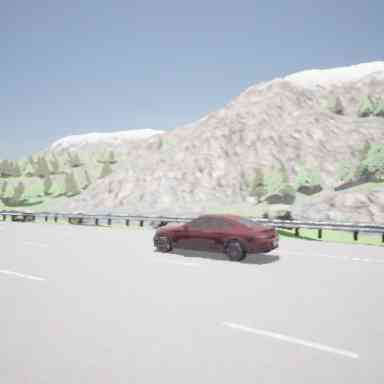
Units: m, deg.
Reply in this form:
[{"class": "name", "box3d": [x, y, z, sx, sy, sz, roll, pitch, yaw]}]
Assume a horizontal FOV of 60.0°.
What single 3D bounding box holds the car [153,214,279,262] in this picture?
[{"class": "car", "box3d": [0.746, 1.503, 11.946, 4.674, 1.442, 1.812, 0, 0, 33]}]
